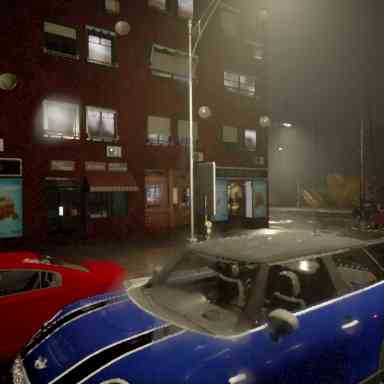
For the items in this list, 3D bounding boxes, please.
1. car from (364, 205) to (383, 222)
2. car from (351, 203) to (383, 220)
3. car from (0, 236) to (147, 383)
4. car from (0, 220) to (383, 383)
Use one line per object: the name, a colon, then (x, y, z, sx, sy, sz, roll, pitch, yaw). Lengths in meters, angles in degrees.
car: (12.664, 1.633, 19.465, 1.994, 1.385, 4.181, -1, -1, -23)
car: (14.187, 1.576, 24.210, 1.837, 1.490, 4.892, -1, 0, -35)
car: (-3.055, 1.545, 4.395, 4.507, 1.381, 1.887, 0, -1, -35)
car: (0.516, 1.351, 3.724, 4.553, 1.767, 2.097, 0, 0, -35)
